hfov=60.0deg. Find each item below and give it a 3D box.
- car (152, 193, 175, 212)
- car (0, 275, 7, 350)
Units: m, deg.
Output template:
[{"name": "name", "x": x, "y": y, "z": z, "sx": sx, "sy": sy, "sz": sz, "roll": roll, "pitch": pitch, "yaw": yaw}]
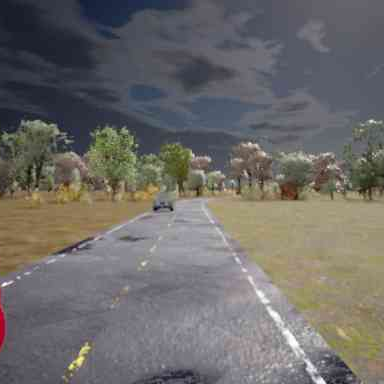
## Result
[{"name": "car", "x": -3.109, "y": 1.119, "z": 37.454, "sx": 2.150, "sy": 2.045, "sz": 5.566, "roll": 0, "pitch": 0, "yaw": 0}, {"name": "car", "x": -3.090, "y": 1.216, "z": 1.320, "sx": 2.150, "sy": 2.045, "sz": 5.566, "roll": 0, "pitch": 0, "yaw": 0}]
